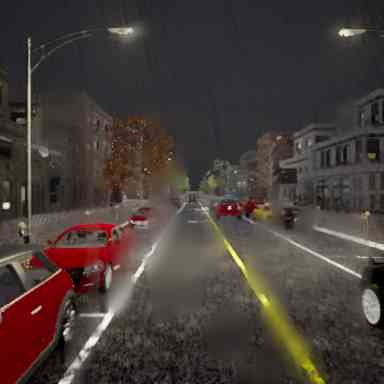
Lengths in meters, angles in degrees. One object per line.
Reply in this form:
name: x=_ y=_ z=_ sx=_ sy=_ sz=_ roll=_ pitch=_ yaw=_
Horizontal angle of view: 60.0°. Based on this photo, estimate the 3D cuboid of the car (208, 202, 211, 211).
car: x=3.083 y=1.571 z=41.045 sx=2.033 sy=1.411 sz=5.357 roll=0 pitch=0 yaw=0

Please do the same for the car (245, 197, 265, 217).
car: x=5.739 y=1.342 z=31.063 sx=2.192 sy=1.841 sz=5.009 roll=0 pitch=0 yaw=0

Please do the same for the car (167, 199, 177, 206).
car: x=-2.640 y=1.587 z=31.077 sx=1.802 sy=1.307 sz=4.206 roll=0 pitch=0 yaw=0

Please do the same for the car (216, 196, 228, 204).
car: x=5.804 y=1.563 z=64.522 sx=1.752 sy=1.417 sz=4.829 roll=0 pitch=0 yaw=0

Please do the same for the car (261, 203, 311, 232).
car: x=5.720 y=1.588 z=19.966 sx=1.947 sy=1.339 sz=4.313 roll=0 pitch=0 yaw=0

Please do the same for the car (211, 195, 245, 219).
car: x=3.106 y=1.371 z=29.591 sx=2.097 sy=1.767 sz=4.553 roll=0 pitch=0 yaw=1

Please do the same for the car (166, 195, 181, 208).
car: x=-2.610 y=1.326 z=47.721 sx=2.192 sy=1.841 sz=5.009 roll=0 pitch=0 yaw=0

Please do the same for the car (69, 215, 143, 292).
car: x=-2.682 y=1.542 z=8.883 sx=1.887 sy=1.381 sz=4.507 roll=0 pitch=0 yaw=0

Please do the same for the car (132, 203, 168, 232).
car: x=-2.661 y=1.583 z=19.979 sx=1.802 sy=1.307 sz=4.206 roll=0 pitch=0 yaw=0

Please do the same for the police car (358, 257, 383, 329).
police car: x=3.902 y=1.437 z=4.068 sx=1.930 sy=1.638 sz=5.238 roll=0 pitch=0 yaw=0

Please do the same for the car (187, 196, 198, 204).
car: x=0.114 y=1.529 z=63.079 sx=1.837 sy=1.490 sz=4.892 roll=0 pitch=-1 yaw=0

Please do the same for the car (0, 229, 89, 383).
car: x=-2.694 y=1.435 z=3.335 sx=1.967 sy=1.590 sz=4.097 roll=0 pitch=0 yaw=0

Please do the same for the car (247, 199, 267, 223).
car: x=5.731 y=1.550 z=25.683 sx=1.752 sy=1.417 sz=4.829 roll=0 pitch=0 yaw=0

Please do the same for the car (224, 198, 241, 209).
car: x=5.773 y=1.558 z=47.877 sx=1.752 sy=1.417 sz=4.829 roll=0 pitch=0 yaw=0

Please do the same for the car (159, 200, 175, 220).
car: x=-2.651 y=1.554 z=25.528 sx=2.008 sy=1.369 sz=4.403 roll=0 pitch=0 yaw=0

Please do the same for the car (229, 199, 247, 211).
car: x=5.762 y=1.613 z=42.159 sx=1.802 sy=1.307 sz=4.206 roll=0 pitch=0 yaw=0

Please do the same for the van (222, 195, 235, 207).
van: x=5.781 y=1.375 z=53.256 sx=1.690 sy=1.788 sz=3.998 roll=0 pitch=0 yaw=0
